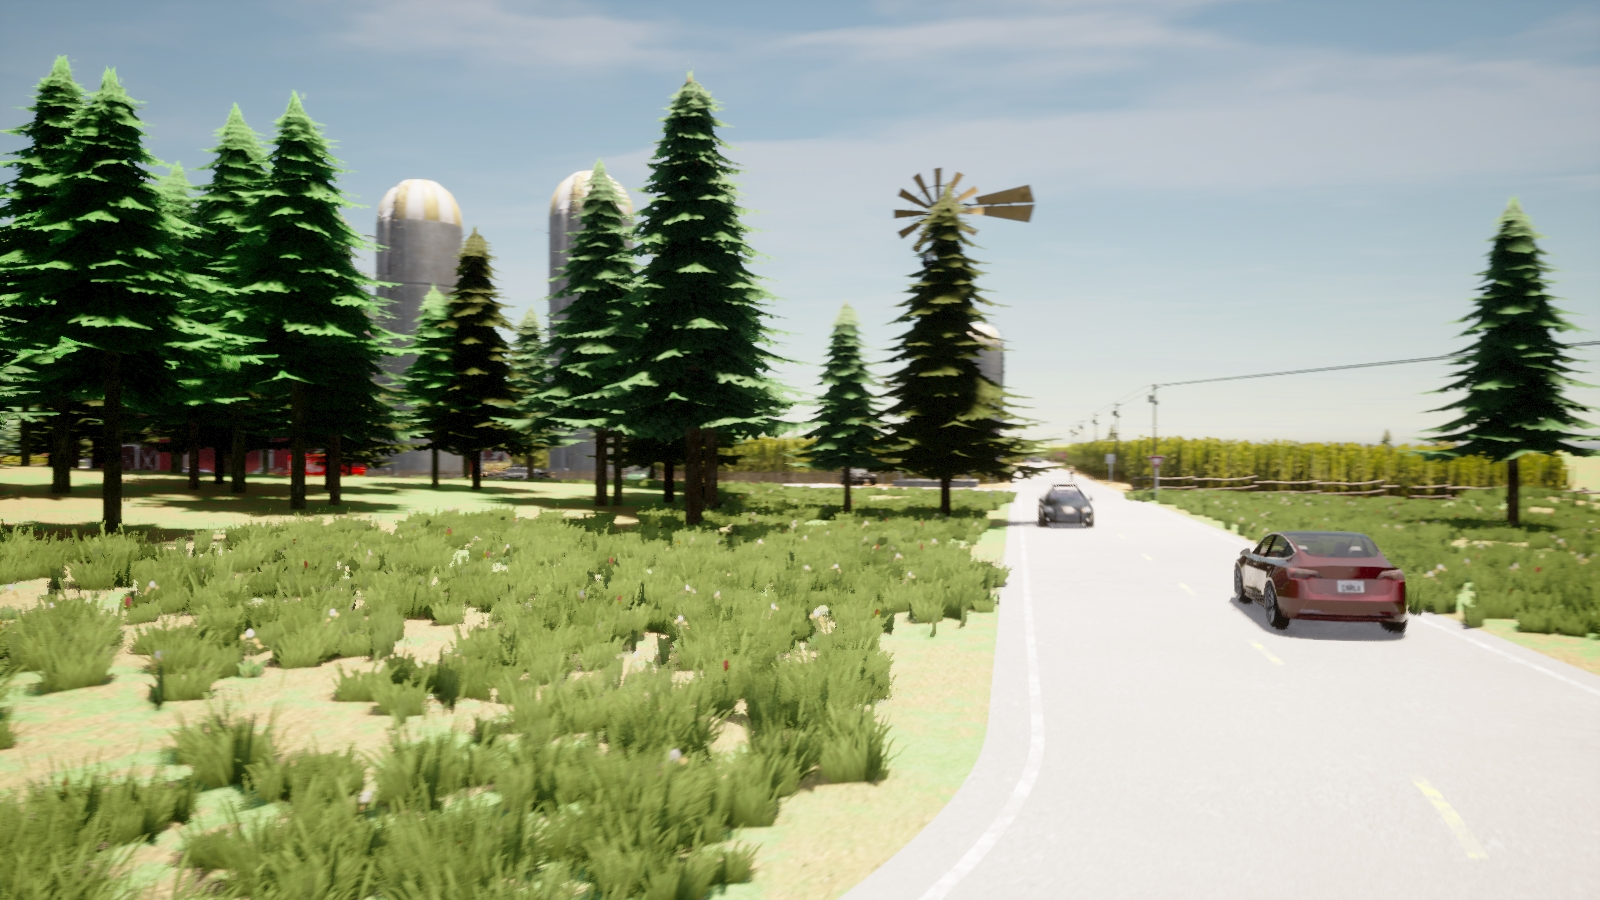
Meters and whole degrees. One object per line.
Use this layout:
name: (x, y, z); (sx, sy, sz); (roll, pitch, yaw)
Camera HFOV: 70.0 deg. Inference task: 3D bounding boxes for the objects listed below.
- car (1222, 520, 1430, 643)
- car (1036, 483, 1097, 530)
car: (8.634, 2.078, 19.257); (2.163, 1.488, 4.792); (0, 0, 12)
car: (9.977, 2.079, 43.104); (2.038, 1.542, 4.974); (0, 0, 11)
